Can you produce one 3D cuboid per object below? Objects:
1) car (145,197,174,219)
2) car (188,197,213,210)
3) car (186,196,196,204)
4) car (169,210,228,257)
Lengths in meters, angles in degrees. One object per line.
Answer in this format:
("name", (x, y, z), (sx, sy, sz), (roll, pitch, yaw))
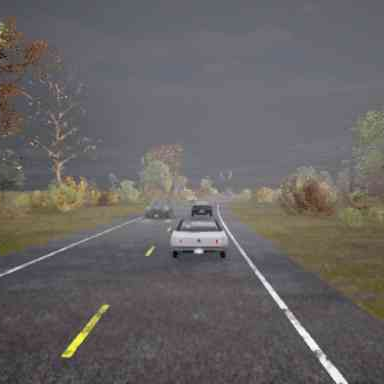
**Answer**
("car", (-2.816, 1.380, 29.532), (2.097, 1.767, 4.553), (0, 0, 3))
("car", (0.964, 1.506, 31.190), (1.882, 1.535, 5.008), (0, 0, 3))
("car", (0.002, 1.512, 65.072), (1.882, 1.535, 5.008), (0, 1, 6))
("car", (0.276, 1.616, 12.951), (1.895, 1.301, 4.718), (0, 0, 1))
